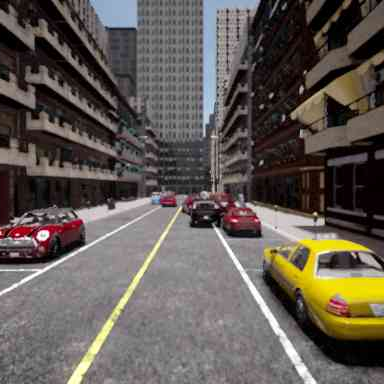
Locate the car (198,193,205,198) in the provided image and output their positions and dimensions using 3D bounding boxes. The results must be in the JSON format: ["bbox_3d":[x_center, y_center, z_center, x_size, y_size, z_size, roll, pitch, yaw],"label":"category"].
[{"bbox_3d":[2.546,0.860,89.679,1.887,1.381,4.507,-1,0,0],"label":"car"}]

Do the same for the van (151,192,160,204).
[{"bbox_3d":[-5.332,0.958,50.815,1.690,1.788,3.998,-1,0,0],"label":"van"}]

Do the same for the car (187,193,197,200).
[{"bbox_3d":[-0.008,0.997,71.470,1.994,1.385,4.181,0,0,0],"label":"car"}]

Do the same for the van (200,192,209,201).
[{"bbox_3d":[2.546,0.830,67.481,1.690,1.788,3.998,-1,0,0],"label":"van"}]

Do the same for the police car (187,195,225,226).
[{"bbox_3d":[0.823,1.261,21.894,1.930,1.638,5.238,0,0,0],"label":"police car"}]

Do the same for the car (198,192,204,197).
[{"bbox_3d":[2.545,0.796,95.398,1.752,1.417,4.829,-1,0,0],"label":"car"}]

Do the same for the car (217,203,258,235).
[{"bbox_3d":[2.555,1.450,17.543,1.802,1.307,4.206,-1,0,0],"label":"car"}]

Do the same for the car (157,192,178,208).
[{"bbox_3d":[-2.845,1.162,41.853,1.882,1.535,5.008,0,0,0],"label":"car"}]

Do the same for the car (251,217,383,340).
[{"bbox_3d":[2.555,1.475,6.615,1.752,1.417,4.829,-1,0,0],"label":"car"}]

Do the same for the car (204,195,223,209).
[{"bbox_3d":[2.550,1.141,39.738,1.967,1.590,4.097,-1,0,0],"label":"car"}]

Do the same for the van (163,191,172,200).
[{"bbox_3d":[-5.335,0.787,73.010,1.690,1.788,3.998,-1,0,0],"label":"van"}]

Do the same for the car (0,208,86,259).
[{"bbox_3d":[-5.327,1.350,11.972,1.967,1.590,4.097,-1,0,0],"label":"car"}]

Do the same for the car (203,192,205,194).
[{"bbox_3d":[2.550,1.058,34.188,2.192,1.841,5.009,-1,0,0],"label":"car"}]

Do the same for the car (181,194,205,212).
[{"bbox_3d":[0.221,1.240,31.583,1.882,1.535,5.008,0,0,-11],"label":"car"}]

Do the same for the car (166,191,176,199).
[{"bbox_3d":[-5.336,0.674,84.108,2.192,1.841,5.009,-1,0,0],"label":"car"}]

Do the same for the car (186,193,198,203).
[{"bbox_3d":[-0.007,1.048,56.929,1.882,1.535,5.008,0,0,0],"label":"car"}]

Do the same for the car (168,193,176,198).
[{"bbox_3d":[-5.334,0.882,89.659,1.947,1.339,4.313,-1,0,0],"label":"car"}]

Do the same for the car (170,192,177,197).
[{"bbox_3d":[-5.335,0.817,95.207,1.887,1.381,4.507,-1,0,0],"label":"car"}]

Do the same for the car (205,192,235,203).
[{"bbox_3d":[2.550,1.100,28.639,2.192,1.841,5.009,-1,0,0],"label":"car"}]
